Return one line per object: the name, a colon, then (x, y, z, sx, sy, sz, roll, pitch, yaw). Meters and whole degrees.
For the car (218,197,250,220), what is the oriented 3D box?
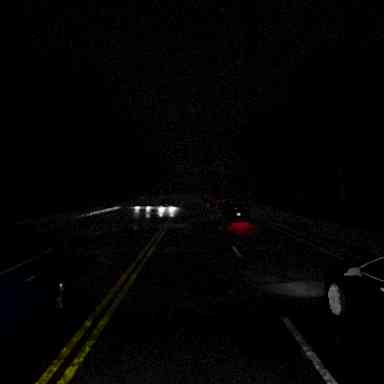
car: (3.352, 1.337, 26.282, 1.837, 1.490, 4.892, 0, 0, 0)

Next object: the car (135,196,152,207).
car: (-6.584, 1.246, 45.879, 1.812, 1.442, 4.674, 0, 0, 0)

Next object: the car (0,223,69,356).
car: (-3.349, 1.322, 4.306, 2.097, 1.767, 4.553, 0, 0, 0)

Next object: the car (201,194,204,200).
car: (3.254, 1.197, 65.384, 1.994, 1.385, 4.181, 0, 0, 0)

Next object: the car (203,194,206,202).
car: (3.253, 1.205, 54.383, 1.812, 1.442, 4.674, 0, 0, 0)

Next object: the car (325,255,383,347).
car: (3.351, 1.476, 4.213, 1.837, 1.490, 4.892, 0, 0, 0)

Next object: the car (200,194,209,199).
car: (3.255, 1.122, 87.385, 1.994, 1.385, 4.181, 0, 0, 0)

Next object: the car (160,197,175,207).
car: (-3.336, 1.323, 45.513, 1.895, 1.301, 4.718, 0, 0, 0)

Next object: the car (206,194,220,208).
car: (3.252, 1.280, 43.383, 2.033, 1.411, 5.357, 0, 0, 0)
